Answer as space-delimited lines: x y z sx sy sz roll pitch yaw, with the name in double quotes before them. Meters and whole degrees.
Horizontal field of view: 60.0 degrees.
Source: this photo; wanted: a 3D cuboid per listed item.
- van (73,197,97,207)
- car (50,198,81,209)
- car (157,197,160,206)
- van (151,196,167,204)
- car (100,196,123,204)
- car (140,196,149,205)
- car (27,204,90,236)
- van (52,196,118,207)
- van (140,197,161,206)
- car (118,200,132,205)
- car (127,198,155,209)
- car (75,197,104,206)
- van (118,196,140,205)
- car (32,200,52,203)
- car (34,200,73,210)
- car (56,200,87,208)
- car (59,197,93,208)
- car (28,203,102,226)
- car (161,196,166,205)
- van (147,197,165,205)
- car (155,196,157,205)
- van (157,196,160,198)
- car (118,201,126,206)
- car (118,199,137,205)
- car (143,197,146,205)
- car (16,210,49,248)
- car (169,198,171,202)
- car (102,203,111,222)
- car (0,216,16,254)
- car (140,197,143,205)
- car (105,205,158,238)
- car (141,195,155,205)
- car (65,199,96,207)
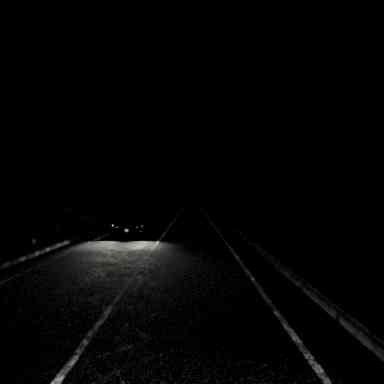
"van" -22.146 2.054 69.094 4.442 1.987 1.878 0 -1 0
"car" -22.044 2.015 57.990 4.553 1.767 2.185 0 -1 0
"car" -8.931 2.183 61.265 4.892 1.521 2.231 0 -1 0
"van" -9.099 2.241 92.111 4.442 1.987 1.878 0 0 0
"car" -22.032 2.212 91.305 5.566 2.045 2.435 0 0 0
"car" -8.886 1.881 47.252 4.553 1.767 2.185 0 -1 0
"car" -8.871 1.657 19.223 5.008 1.535 2.097 0 -1 0
"van" -8.772 1.535 27.632 4.442 1.987 1.878 0 -1 0
"van" -9.071 2.096 72.479 4.442 1.987 1.878 0 -1 0
"car" -8.868 1.860 33.235 4.792 1.488 2.163 0 -1 0
"car" -8.965 2.021 58.464 4.553 1.767 2.185 0 -1 0
"car" -22.061 2.063 71.870 5.566 2.045 2.435 0 -1 0
"van" -8.788 1.675 38.844 4.442 1.987 1.878 0 -1 0
"car" -22.006 2.038 49.663 4.892 1.521 2.231 0 -1 0
"car" -21.819 2.068 52.439 5.366 1.575 1.946 0 -1 0
"car" -21.988 2.205 60.766 4.792 1.488 2.163 0 -1 0
"car" -22.050 1.959 63.544 5.566 2.045 2.435 0 -1 0
"car" -9.066 1.687 22.022 5.366 1.575 1.946 0 -1 0
"car" -8.922 2.036 69.679 5.566 2.045 2.435 0 -1 0
"van" -9.087 2.196 83.699 4.442 1.987 1.878 0 0 0
"car" -8.897 1.825 52.859 5.566 2.045 2.435 0 -1 0
"van" -9.058 1.991 64.071 4.442 1.987 1.878 0 -1 0
"car" -8.864 1.825 30.431 4.792 1.488 2.163 0 -1 0
"car" -8.896 1.866 36.038 5.008 1.535 2.097 0 -1 0
"car" -8.882 1.846 44.449 4.553 1.767 2.185 0 -1 0
"car" -8.839 1.625 13.615 4.792 1.488 2.163 0 -1 0
"car" -8.973 2.454 89.306 5.008 1.535 2.097 0 0 0
"car" -8.914 1.755 24.825 4.792 1.488 2.163 0 -1 0
"car" -8.860 1.568 10.818 4.892 1.521 2.231 0 -1 0
"car" -8.940 1.811 41.645 4.553 1.767 2.185 0 -1 0
"car" -3.252 1.691 18.939 1.837 1.490 4.892 0 -1 0
"car" -8.893 1.790 50.056 5.566 2.045 2.435 0 -1 0
"car" -22.211 2.242 66.317 5.366 1.575 1.946 0 -1 0
